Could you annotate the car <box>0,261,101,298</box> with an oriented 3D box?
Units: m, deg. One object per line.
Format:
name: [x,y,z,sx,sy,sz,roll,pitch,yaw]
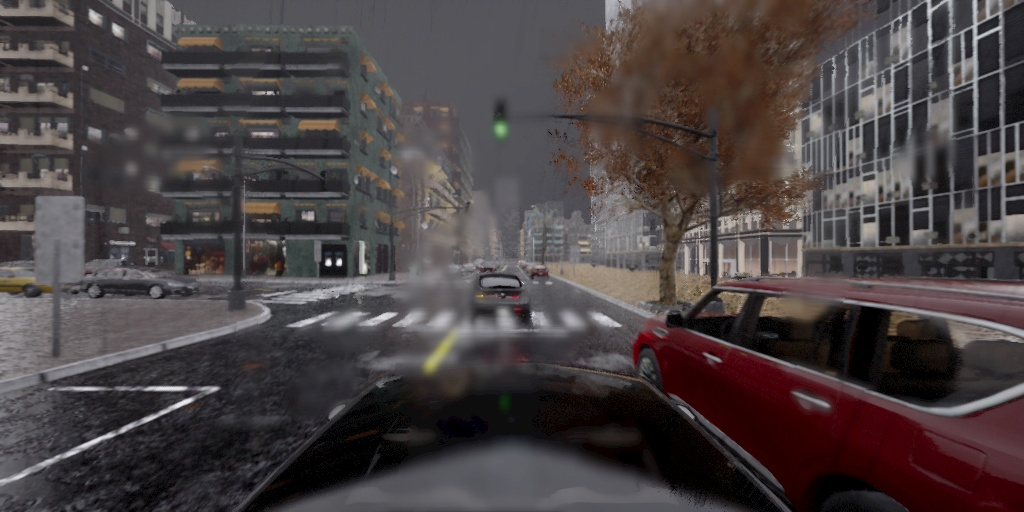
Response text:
car: [-21.826,1.069,15.954,4.829,1.417,1.751,0,0,-1]

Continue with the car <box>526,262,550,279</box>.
car: [2.705,1.500,35.412,1.888,1.381,4.507,0,0,0]

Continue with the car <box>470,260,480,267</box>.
car: [-5.671,1.579,46.481,2.007,1.370,4.403,0,0,0]

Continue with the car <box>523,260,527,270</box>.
car: [2.710,1.554,46.647,1.751,1.417,4.829,0,0,0]

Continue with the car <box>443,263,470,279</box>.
car: [-5.675,1.505,35.416,2.007,1.370,4.403,0,0,0]

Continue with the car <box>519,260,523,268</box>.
car: [2.717,1.726,63.074,1.802,1.307,4.207,0,0,0]

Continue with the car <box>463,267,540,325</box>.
car: [-0.586,1.316,12.225,1.837,1.490,4.892,1,0,-9]

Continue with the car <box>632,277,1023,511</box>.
car: [2.692,1.072,3.025,2.192,1.841,5.009,0,0,0]

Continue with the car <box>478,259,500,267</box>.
car: [-3.065,1.394,48.426,2.097,1.767,4.553,0,0,0]

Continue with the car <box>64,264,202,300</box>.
car: [-16.429,1.172,16.006,4.403,1.370,2.007,0,0,-1]

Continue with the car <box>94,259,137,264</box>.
car: [-27.612,0.963,24.279,4.097,1.591,1.967,0,0,-1]
